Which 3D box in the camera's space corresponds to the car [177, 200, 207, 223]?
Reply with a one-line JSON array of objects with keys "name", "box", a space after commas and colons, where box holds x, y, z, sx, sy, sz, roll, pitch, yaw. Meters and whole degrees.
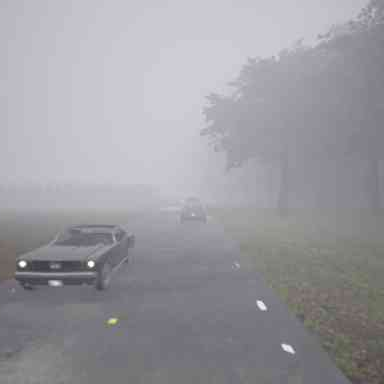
[{"name": "car", "box": [0.095, 1.575, 25.669, 1.994, 1.385, 4.181, 0, 0, 0]}]

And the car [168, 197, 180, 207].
[{"name": "car", "box": [-2.818, 1.588, 52.873, 2.128, 1.511, 4.902, 0, 0, 0]}]

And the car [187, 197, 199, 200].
[{"name": "car", "box": [0.087, 1.396, 39.985, 2.097, 1.767, 4.553, 0, 0, 0]}]

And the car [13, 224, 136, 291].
[{"name": "car", "box": [-2.852, 1.600, 9.157, 1.895, 1.301, 4.718, 0, 0, 0]}]
